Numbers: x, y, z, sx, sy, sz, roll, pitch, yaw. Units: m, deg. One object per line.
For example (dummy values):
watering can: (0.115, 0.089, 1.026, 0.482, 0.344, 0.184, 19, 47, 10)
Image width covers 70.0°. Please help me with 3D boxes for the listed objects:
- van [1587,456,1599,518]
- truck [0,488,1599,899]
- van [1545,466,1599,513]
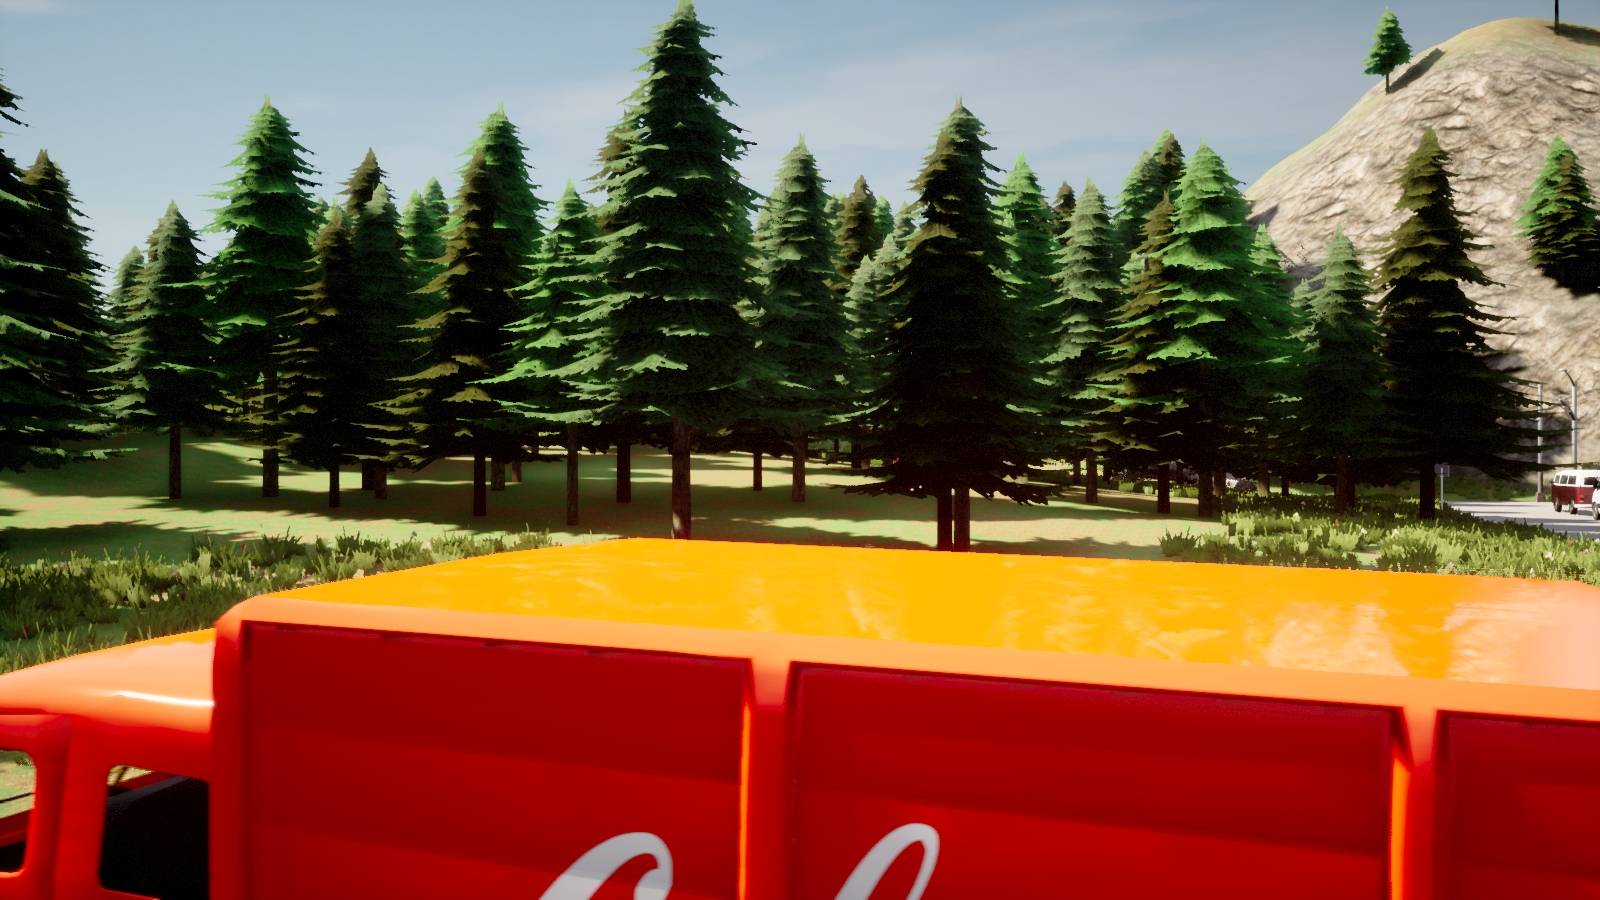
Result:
van: (33.726, 1.534, 45.978, 1.988, 2.561, 5.915, 0, 0, 20)
truck: (-0.337, 1.432, 3.458, 5.204, 2.467, 2.627, 0, 0, 20)
van: (36.159, 1.782, 52.642, 2.069, 2.038, 4.480, 0, 0, 20)
